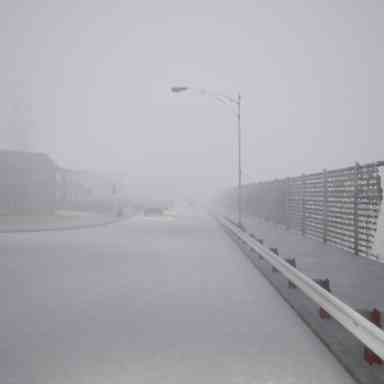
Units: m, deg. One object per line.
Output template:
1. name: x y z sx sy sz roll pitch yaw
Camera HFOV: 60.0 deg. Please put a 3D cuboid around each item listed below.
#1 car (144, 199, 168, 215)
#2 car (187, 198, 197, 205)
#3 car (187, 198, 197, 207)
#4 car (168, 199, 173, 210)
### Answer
1. car: -4.115 1.726 36.917 1.882 1.535 5.008 0 0 0
2. car: -0.031 2.028 72.768 2.033 1.411 5.357 0 0 0
3. car: 0.077 1.964 62.140 2.033 1.411 5.357 0 0 -1
4. car: -4.112 1.818 46.635 1.837 1.490 4.892 0 0 0
